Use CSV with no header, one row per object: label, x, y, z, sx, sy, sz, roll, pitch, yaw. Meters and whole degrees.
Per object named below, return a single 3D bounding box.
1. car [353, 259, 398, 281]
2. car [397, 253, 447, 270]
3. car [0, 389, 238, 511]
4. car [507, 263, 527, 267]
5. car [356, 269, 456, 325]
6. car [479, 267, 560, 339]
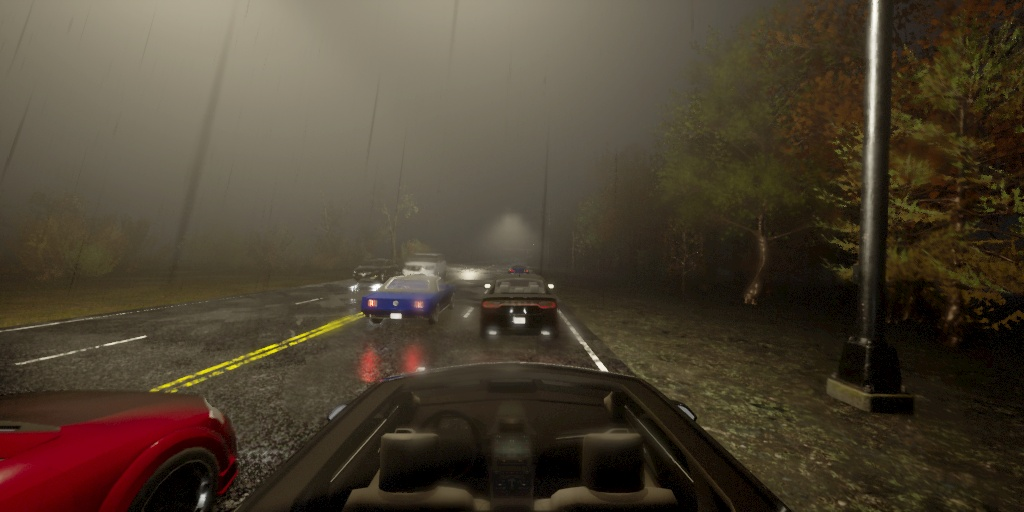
car,-9.504,0.980,25.455,1.837,1.490,4.892,2,0,1
car,-6.233,0.797,26.370,2.150,2.045,5.566,2,0,1
car,-3.149,1.240,1.074,1.994,1.385,4.181,2,0,1
car,0.533,1.296,30.611,1.812,1.442,4.674,1,0,0
car,-3.014,1.280,11.575,1.895,1.301,4.718,2,0,0
car,0.203,1.235,10.163,1.882,1.535,5.008,0,0,1
